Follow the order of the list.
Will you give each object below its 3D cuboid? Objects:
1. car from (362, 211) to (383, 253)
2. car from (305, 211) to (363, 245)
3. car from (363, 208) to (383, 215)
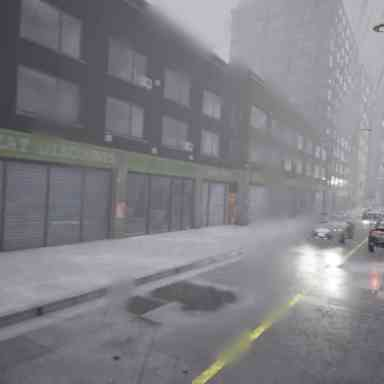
[{"bbox_3d":[9.101,1.888,14.879,2.128,1.511,4.902,3,0,33],"label":"car"},{"bbox_3d":[7.492,1.810,17.792,2.128,1.511,4.902,3,0,33],"label":"car"},{"bbox_3d":[20.258,2.451,36.979,1.994,1.385,4.181,3,0,34],"label":"car"}]
